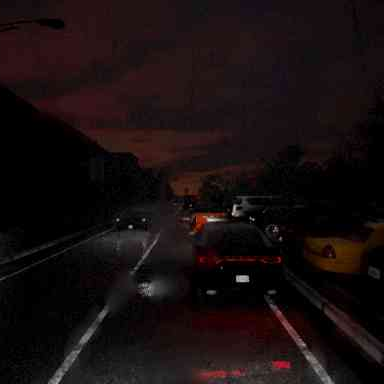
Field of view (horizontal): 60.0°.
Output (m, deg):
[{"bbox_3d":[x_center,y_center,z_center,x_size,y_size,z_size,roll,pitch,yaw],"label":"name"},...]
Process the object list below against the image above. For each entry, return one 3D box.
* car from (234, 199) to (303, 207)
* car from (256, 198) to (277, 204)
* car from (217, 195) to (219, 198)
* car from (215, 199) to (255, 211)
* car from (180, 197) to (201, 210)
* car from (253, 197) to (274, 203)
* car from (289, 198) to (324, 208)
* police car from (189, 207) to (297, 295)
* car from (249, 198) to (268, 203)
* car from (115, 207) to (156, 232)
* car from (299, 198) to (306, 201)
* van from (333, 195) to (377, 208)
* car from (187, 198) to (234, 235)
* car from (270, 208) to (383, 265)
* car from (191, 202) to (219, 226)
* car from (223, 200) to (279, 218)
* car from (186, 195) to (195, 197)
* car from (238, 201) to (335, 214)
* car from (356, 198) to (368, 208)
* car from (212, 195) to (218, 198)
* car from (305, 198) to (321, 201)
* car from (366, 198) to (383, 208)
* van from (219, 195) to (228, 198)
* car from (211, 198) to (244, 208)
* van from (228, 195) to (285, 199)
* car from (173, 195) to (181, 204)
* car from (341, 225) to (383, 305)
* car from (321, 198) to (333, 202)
[{"bbox_3d":[5.503,1.531,25.667,5.008,1.535,2.097,0,0,0],"label":"car"},{"bbox_3d":[18.378,2.133,82.181,4.674,1.452,2.002,0,-1,0],"label":"car"},{"bbox_3d":[5.422,1.452,36.882,4.553,1.767,2.185,0,0,0],"label":"car"},{"bbox_3d":[5.437,1.609,42.487,4.892,1.521,2.231,0,0,0],"label":"car"},{"bbox_3d":[-0.144,1.715,44.830,1.994,1.385,4.181,0,0,1],"label":"car"},{"bbox_3d":[18.376,2.136,85.330,5.008,1.535,2.097,0,-1,0],"label":"car"},{"bbox_3d":[18.466,1.708,53.699,5.008,1.535,2.097,0,-1,0],"label":"car"},{"bbox_3d":[0.944,1.437,8.864,1.930,1.638,5.238,0,0,0],"label":"police car"},{"bbox_3d":[18.346,2.266,91.878,4.674,1.452,2.002,0,-1,0],"label":"car"},{"bbox_3d":[-3.428,1.645,20.804,1.895,1.301,4.718,0,0,0],"label":"car"},{"bbox_3d":[18.495,1.651,48.131,5.008,1.535,2.097,0,-1,0],"label":"car"},{"bbox_3d":[18.649,1.352,36.997,4.442,1.987,1.878,0,0,0],"label":"van"},{"bbox_3d":[0.905,1.388,18.745,2.097,1.767,4.553,0,0,0],"label":"car"},{"bbox_3d":[5.578,1.484,11.651,5.008,1.535,2.097,0,0,0],"label":"car"},{"bbox_3d":[0.881,1.566,24.783,1.837,1.490,4.892,0,0,0],"label":"car"},{"bbox_3d":[5.474,1.555,31.273,4.892,1.521,2.231,0,0,0],"label":"car"},{"bbox_3d":[-0.232,1.554,60.292,2.150,2.045,5.566,0,-1,0],"label":"car"},{"bbox_3d":[5.534,1.509,20.056,4.892,1.521,2.231,0,0,0],"label":"car"},{"bbox_3d":[18.557,1.595,31.423,4.674,1.452,2.002,0,0,0],"label":"car"},{"bbox_3d":[5.470,1.341,39.683,5.566,2.045,2.435,0,0,0],"label":"car"},{"bbox_3d":[18.502,1.669,45.343,4.674,1.452,2.002,0,0,0],"label":"car"},{"bbox_3d":[18.388,1.541,28.637,5.366,1.575,1.946,0,0,0],"label":"car"},{"bbox_3d":[5.351,1.340,34.078,4.442,1.987,1.878,0,0,0],"label":"van"},{"bbox_3d":[5.395,1.680,50.892,4.892,1.521,2.231,0,-1,0],"label":"car"},{"bbox_3d":[5.611,1.317,28.472,4.442,1.987,1.878,0,0,0],"label":"van"},{"bbox_3d":[-3.572,1.866,82.479,2.150,2.045,5.566,0,-1,0],"label":"car"},{"bbox_3d":[5.642,1.508,6.048,4.792,1.488,2.163,0,0,0],"label":"car"},{"bbox_3d":[18.490,1.467,39.776,4.553,1.767,2.185,0,0,0],"label":"car"}]
